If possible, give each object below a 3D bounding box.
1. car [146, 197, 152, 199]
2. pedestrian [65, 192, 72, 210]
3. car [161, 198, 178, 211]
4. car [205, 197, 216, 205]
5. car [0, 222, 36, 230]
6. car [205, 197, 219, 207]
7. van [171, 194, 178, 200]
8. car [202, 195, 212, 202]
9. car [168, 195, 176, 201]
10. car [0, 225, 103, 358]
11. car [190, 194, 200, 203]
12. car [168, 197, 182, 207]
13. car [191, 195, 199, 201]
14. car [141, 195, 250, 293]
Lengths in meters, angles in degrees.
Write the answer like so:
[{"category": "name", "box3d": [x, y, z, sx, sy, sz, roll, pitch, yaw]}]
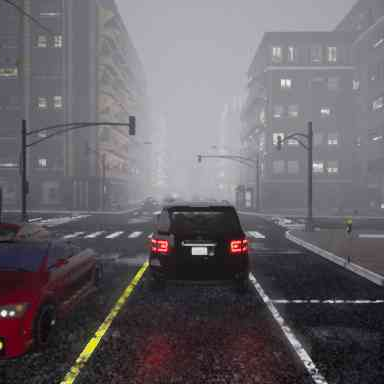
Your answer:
[{"category": "car", "box3d": [-5.304, 1.438, 42.351, 1.967, 1.590, 4.097, 0, 0, 1]}, {"category": "pedestrian", "box3d": [-12.408, 0.902, 33.411, 0.375, 1.860, 0.375, 0, -1, 0]}, {"category": "car", "box3d": [-2.720, 1.524, 41.375, 1.812, 1.442, 4.674, 0, 0, 1]}, {"category": "car", "box3d": [3.237, 1.543, 59.181, 1.887, 1.381, 4.507, 0, 0, 1]}, {"category": "car", "box3d": [-5.610, 1.581, 9.942, 1.802, 1.307, 4.206, 0, 0, 1]}, {"category": "car", "box3d": [3.183, 1.549, 53.543, 2.008, 1.369, 4.403, 0, 0, 1]}, {"category": "van", "box3d": [-4.824, 1.340, 93.098, 1.690, 1.788, 3.998, 0, 0, 1]}, {"category": "car", "box3d": [3.396, 1.440, 76.097, 1.967, 1.590, 4.097, 0, 0, 1]}, {"category": "car", "box3d": [-4.932, 1.525, 81.650, 1.752, 1.417, 4.829, 0, 0, 1]}, {"category": "car", "box3d": [-3.055, 1.564, 6.033, 1.994, 1.385, 4.181, 0, 0, 1]}, {"category": "car", "box3d": [0.695, 1.354, 72.850, 2.097, 1.767, 4.553, 0, 0, 1]}, {"category": "car", "box3d": [-2.612, 1.562, 52.093, 1.994, 1.385, 4.181, 0, 0, 1]}, {"category": "car", "box3d": [0.773, 1.477, 82.626, 1.882, 1.535, 5.008, 0, 0, 1]}, {"category": "car", "box3d": [0.168, 1.221, 9.026, 2.150, 2.045, 5.566, 0, 0, 1]}]
